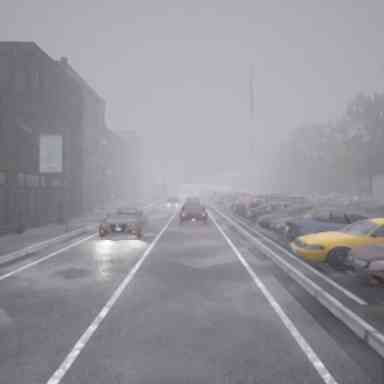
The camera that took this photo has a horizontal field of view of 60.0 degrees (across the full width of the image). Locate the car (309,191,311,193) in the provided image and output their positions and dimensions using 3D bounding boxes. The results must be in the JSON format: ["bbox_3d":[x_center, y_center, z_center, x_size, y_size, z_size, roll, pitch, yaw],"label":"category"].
[{"bbox_3d":[19.243,1.096,49.302,4.553,1.767,2.185,0,0,0],"label":"car"}]

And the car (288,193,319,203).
[{"bbox_3d":[19.274,1.032,57.655,4.553,1.767,2.185,0,0,0],"label":"car"}]

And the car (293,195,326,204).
[{"bbox_3d":[19.298,1.219,54.871,4.674,1.452,2.002,0,0,0],"label":"car"}]

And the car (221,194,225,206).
[{"bbox_3d":[6.161,1.303,38.195,4.892,1.521,2.231,0,0,0],"label":"car"}]

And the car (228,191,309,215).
[{"bbox_3d":[6.085,1.123,27.061,5.566,2.045,2.435,0,0,0],"label":"car"}]

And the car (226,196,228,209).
[{"bbox_3d":[6.128,1.340,32.629,4.892,1.521,2.231,0,0,0],"label":"car"}]

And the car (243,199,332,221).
[{"bbox_3d":[6.087,1.411,21.496,4.892,1.521,2.231,0,0,0],"label":"car"}]

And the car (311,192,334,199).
[{"bbox_3d":[19.227,1.011,43.729,5.566,2.045,2.435,0,0,0],"label":"car"}]

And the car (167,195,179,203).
[{"bbox_3d":[-3.300,1.238,58.113,1.895,1.301,4.718,0,0,1],"label":"car"}]

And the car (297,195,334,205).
[{"bbox_3d":[19.280,1.201,52.087,5.008,1.535,2.097,0,0,0],"label":"car"}]

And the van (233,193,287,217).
[{"bbox_3d":[6.007,1.131,29.844,4.442,1.987,1.878,0,0,0],"label":"van"}]

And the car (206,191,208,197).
[{"bbox_3d":[6.482,0.990,77.161,5.366,1.575,1.946,0,1,0],"label":"car"}]

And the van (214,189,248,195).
[{"bbox_3d":[6.088,0.976,52.173,4.442,1.987,1.878,0,0,0],"label":"van"}]

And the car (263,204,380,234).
[{"bbox_3d":[6.076,1.485,15.930,4.674,1.452,2.002,0,0,0],"label":"car"}]

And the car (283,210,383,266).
[{"bbox_3d":[5.867,1.477,10.364,5.366,1.575,1.946,0,0,0],"label":"car"}]

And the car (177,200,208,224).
[{"bbox_3d":[0.105,1.471,23.485,1.895,1.301,4.718,0,0,0],"label":"car"}]

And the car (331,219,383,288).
[{"bbox_3d":[6.058,1.537,7.722,4.674,1.452,2.002,1,0,1],"label":"car"}]

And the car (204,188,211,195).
[{"bbox_3d":[6.345,0.693,82.725,5.566,2.045,2.435,0,1,0],"label":"car"}]

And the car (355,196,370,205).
[{"bbox_3d":[19.184,1.367,32.593,4.792,1.488,2.163,0,0,0],"label":"car"}]

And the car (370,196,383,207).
[{"bbox_3d":[19.209,1.356,29.806,5.008,1.535,2.097,0,0,0],"label":"car"}]

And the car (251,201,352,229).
[{"bbox_3d":[6.054,1.457,18.713,4.792,1.488,2.163,0,0,0],"label":"car"}]

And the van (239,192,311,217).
[{"bbox_3d":[5.988,1.165,24.403,4.442,1.987,1.878,0,0,0],"label":"van"}]

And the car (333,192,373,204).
[{"bbox_3d":[19.266,1.175,38.160,4.553,1.767,2.185,0,0,0],"label":"car"}]

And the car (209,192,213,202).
[{"bbox_3d":[6.040,1.155,57.679,5.366,1.575,1.946,0,0,0],"label":"car"}]

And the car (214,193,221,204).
[{"bbox_3d":[6.166,1.252,49.329,4.792,1.488,2.163,0,0,0],"label":"car"}]

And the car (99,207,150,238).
[{"bbox_3d":[-3.347,1.471,17.021,1.994,1.385,4.181,0,0,0],"label":"car"}]

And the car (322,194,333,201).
[{"bbox_3d":[19.251,1.283,40.947,4.892,1.521,2.231,0,0,0],"label":"car"}]

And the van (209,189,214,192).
[{"bbox_3d":[6.383,0.840,68.809,4.442,1.987,1.878,0,0,0],"label":"van"}]

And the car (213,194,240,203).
[{"bbox_3d":[6.238,1.176,60.462,4.674,1.452,2.002,0,0,0],"label":"car"}]

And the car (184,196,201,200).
[{"bbox_3d":[0.108,1.252,41.523,2.128,1.511,4.902,0,1,0],"label":"car"}]

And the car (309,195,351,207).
[{"bbox_3d":[19.269,1.242,46.518,5.008,1.535,2.097,0,0,0],"label":"car"}]

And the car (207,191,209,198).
[{"bbox_3d":[6.283,1.044,71.595,4.892,1.521,2.231,0,0,0],"label":"car"}]

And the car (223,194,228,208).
[{"bbox_3d":[6.330,1.317,35.411,5.366,1.575,1.946,0,0,0],"label":"car"}]

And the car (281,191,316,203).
[{"bbox_3d":[19.287,0.884,60.438,5.566,2.045,2.435,0,0,0],"label":"car"}]

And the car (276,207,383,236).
[{"bbox_3d":[6.092,1.492,13.147,4.792,1.488,2.163,0,0,0],"label":"car"}]

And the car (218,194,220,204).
[{"bbox_3d":[6.177,1.303,43.762,4.674,1.452,2.002,0,0,0],"label":"car"}]

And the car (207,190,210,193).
[{"bbox_3d":[6.256,0.891,74.502,4.553,1.767,2.185,0,1,0],"label":"car"}]

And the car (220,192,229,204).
[{"bbox_3d":[6.133,1.157,40.979,4.553,1.767,2.185,0,0,0],"label":"car"}]

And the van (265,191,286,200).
[{"bbox_3d":[19.260,0.766,77.148,4.442,1.987,1.878,0,1,0],"label":"van"}]
